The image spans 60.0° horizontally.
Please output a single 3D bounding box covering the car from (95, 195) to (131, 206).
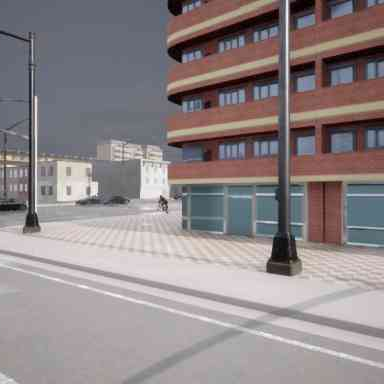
[{"bbox_3d":[-10.612,1.170,46.129,1.812,1.442,4.674,0,1,37],"label":"car"}]

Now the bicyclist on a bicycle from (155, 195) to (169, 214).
[{"bbox_3d":[-2.613,1.094,29.256,1.656,1.620,0.582,0,1,37],"label":"bicyclist on a bicycle"}]

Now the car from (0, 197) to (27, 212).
[{"bbox_3d":[-19.376,1.434,34.348,1.994,1.385,4.181,0,1,37],"label":"car"}]

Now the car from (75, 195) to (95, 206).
[{"bbox_3d":[-13.877,1.204,47.578,2.033,1.411,5.357,0,1,39],"label":"car"}]

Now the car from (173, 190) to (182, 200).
[{"bbox_3d":[-1.347,0.503,64.285,2.150,2.045,5.566,0,1,37],"label":"car"}]

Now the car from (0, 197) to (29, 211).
[{"bbox_3d":[-21.349,1.347,37.561,2.128,1.511,4.902,0,1,37],"label":"car"}]
